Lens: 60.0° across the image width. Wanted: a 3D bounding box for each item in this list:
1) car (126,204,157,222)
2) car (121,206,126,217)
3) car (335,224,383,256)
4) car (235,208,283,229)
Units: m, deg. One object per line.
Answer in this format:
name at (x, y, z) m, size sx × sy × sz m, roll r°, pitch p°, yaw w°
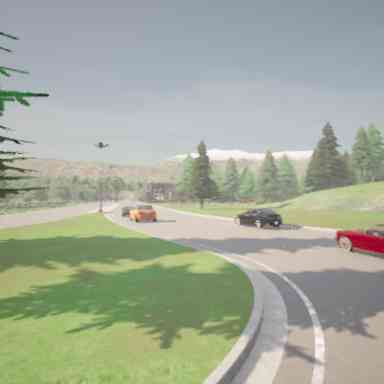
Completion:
car at (-5.079, 2.107, 34.209) m, size 2.097 × 1.767 × 4.553 m, roll 0°, pitch -1°, yaw -20°
car at (-8.216, 2.512, 43.480) m, size 2.033 × 1.411 × 5.357 m, roll 0°, pitch -1°, yaw -14°
car at (7.611, 1.853, 12.687) m, size 1.895 × 1.301 × 4.718 m, roll 0°, pitch -1°, yaw -11°
car at (5.273, 2.067, 26.792) m, size 1.837 × 1.490 × 4.892 m, roll 0°, pitch -1°, yaw -24°
